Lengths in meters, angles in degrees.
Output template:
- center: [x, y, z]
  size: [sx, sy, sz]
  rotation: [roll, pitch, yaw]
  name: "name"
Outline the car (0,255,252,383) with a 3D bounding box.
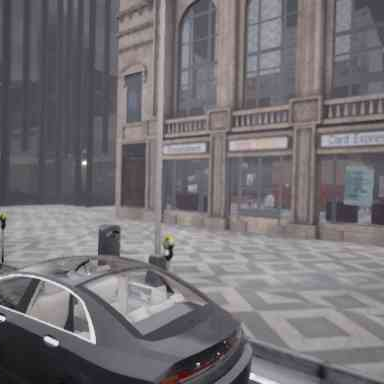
- center: [-1.459, 1.461, 4.014]
  size: [4.403, 1.369, 2.008]
  rotation: [2, 1, 36]
  name: "car"
